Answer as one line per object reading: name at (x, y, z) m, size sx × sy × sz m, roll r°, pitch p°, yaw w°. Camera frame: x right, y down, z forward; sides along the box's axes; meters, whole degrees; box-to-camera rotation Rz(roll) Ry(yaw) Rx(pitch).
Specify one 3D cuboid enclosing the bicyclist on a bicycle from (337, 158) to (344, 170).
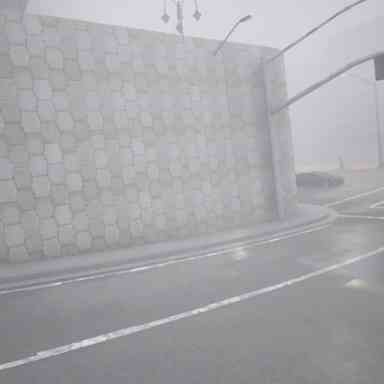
bicyclist on a bicycle at (20.065, -3.813, 44.850) m, size 1.656 × 1.620 × 0.582 m, roll -11°, pitch 6°, yaw -35°

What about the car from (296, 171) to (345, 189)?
car at (10.992, -1.103, 29.516) m, size 1.837 × 1.490 × 4.892 m, roll -11°, pitch 6°, yaw -35°
